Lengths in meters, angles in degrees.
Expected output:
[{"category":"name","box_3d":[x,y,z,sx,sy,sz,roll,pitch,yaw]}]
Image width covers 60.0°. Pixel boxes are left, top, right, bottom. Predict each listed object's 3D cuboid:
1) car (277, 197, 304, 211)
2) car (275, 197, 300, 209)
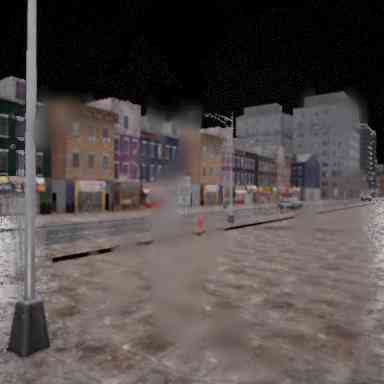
[{"category":"car","box_3d":[12.211,1.519,40.541,2.128,1.511,4.902,1,0,36]},{"category":"car","box_3d":[13.615,1.513,47.174,1.837,1.490,4.892,1,0,36]}]
